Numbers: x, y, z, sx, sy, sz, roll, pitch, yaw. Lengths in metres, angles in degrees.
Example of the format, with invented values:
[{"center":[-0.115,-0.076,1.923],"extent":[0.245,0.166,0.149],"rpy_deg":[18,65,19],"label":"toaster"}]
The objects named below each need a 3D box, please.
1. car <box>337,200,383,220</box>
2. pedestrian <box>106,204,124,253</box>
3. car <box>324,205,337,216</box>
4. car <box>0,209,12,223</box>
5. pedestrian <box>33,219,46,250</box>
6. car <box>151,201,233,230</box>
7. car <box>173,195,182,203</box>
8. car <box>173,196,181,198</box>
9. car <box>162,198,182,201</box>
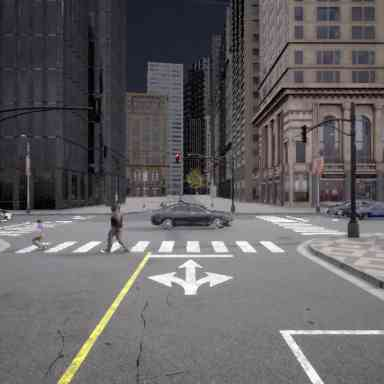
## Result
[{"center":[14.993,1.517,26.777],"extent":[5.357,1.411,2.033],"rpy_deg":[0,0,0],"label":"car"},{"center":[-2.790,1.292,12.134],"extent":[0.375,1.860,0.375],"rpy_deg":[0,0,0],"label":"pedestrian"},{"center":[14.513,1.488,30.073],"extent":[4.902,1.511,2.128],"rpy_deg":[0,0,-2],"label":"car"},{"center":[-15.276,1.532,23.286],"extent":[4.902,1.511,2.128],"rpy_deg":[0,0,-3],"label":"car"},{"center":[-5.782,1.574,12.725],"extent":[0.375,1.300,0.375],"rpy_deg":[0,0,0],"label":"pedestrian"},{"center":[0.002,1.464,20.003],"extent":[4.892,1.490,1.837],"rpy_deg":[0,0,0],"label":"car"},{"center":[-3.276,1.577,76.017],"extent":[1.882,1.535,5.008],"rpy_deg":[0,0,0],"label":"car"},{"center":[-3.250,1.568,52.294],"extent":[2.128,1.511,4.902],"rpy_deg":[0,0,0],"label":"car"},{"center":[-1.445,1.552,31.035],"extent":[1.812,1.442,4.674],"rpy_deg":[1,0,24],"label":"car"}]
